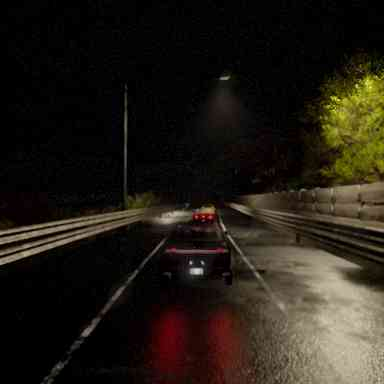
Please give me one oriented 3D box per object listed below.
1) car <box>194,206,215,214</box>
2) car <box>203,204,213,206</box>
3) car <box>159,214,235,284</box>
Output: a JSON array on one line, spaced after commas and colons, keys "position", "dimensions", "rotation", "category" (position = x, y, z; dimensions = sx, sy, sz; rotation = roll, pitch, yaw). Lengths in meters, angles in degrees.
[{"position": [1.088, 2.179, 29.916], "dimensions": [1.895, 1.301, 4.718], "rotation": [0, -1, 3], "category": "car"}, {"position": [2.274, 2.456, 46.943], "dimensions": [1.882, 1.535, 5.008], "rotation": [0, -1, 4], "category": "car"}, {"position": [0.149, 1.602, 9.842], "dimensions": [2.128, 1.511, 4.902], "rotation": [0, -1, 1], "category": "car"}]
